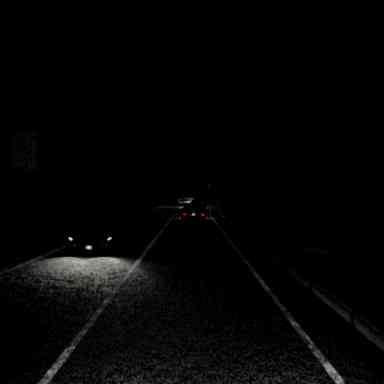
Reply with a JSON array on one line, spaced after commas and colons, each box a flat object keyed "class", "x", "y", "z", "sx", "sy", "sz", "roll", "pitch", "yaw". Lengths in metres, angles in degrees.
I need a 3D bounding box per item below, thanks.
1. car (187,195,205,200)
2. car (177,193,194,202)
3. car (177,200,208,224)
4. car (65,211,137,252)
[{"class": "car", "x": 0.952, "y": 1.494, "z": 42.777, "sx": 2.128, "sy": 1.511, "sz": 4.902, "roll": -1, "pitch": 0, "yaw": 5}, {"class": "car", "x": -0.886, "y": 1.269, "z": 55.942, "sx": 2.150, "sy": 2.045, "sz": 5.566, "roll": -1, "pitch": 0, "yaw": 11}, {"class": "car", "x": 0.105, "y": 1.562, "z": 24.907, "sx": 2.033, "sy": 1.411, "sz": 5.357, "roll": 0, "pitch": 0, "yaw": 0}, {"class": "car", "x": -3.602, "y": 1.556, "z": 14.263, "sx": 2.033, "sy": 1.411, "sz": 5.357, "roll": 0, "pitch": 0, "yaw": 0}]
